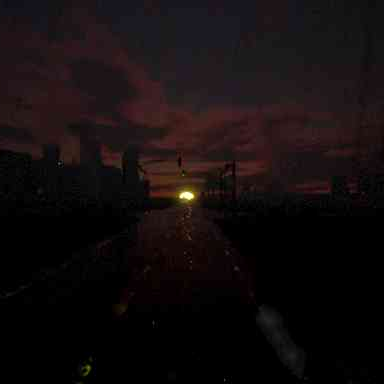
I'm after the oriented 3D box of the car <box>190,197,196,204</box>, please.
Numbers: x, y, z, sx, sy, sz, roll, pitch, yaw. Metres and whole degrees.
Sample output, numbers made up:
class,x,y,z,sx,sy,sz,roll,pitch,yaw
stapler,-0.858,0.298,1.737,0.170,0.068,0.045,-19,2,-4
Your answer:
class,x,y,z,sx,sy,sz,roll,pitch,yaw
car,0.274,2.579,94.418,2.033,1.411,5.357,0,-1,0
